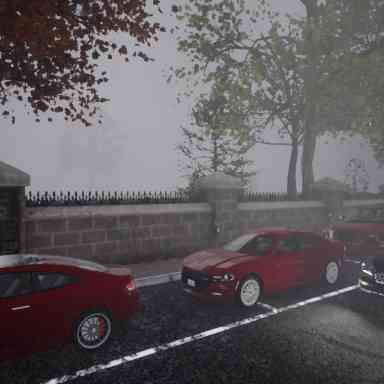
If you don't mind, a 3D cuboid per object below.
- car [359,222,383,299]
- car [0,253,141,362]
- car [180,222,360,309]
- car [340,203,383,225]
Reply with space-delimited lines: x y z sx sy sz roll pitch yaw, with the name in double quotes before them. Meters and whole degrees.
"car" 5.644 1.505 7.432 4.892 1.490 1.837 0 0 -36
"car" -2.763 1.582 4.588 4.206 1.307 1.802 0 0 -36
"car" 1.811 1.545 7.872 4.507 1.381 1.887 0 0 -36
"car" 6.386 1.316 11.157 5.009 1.841 2.192 0 0 -36
